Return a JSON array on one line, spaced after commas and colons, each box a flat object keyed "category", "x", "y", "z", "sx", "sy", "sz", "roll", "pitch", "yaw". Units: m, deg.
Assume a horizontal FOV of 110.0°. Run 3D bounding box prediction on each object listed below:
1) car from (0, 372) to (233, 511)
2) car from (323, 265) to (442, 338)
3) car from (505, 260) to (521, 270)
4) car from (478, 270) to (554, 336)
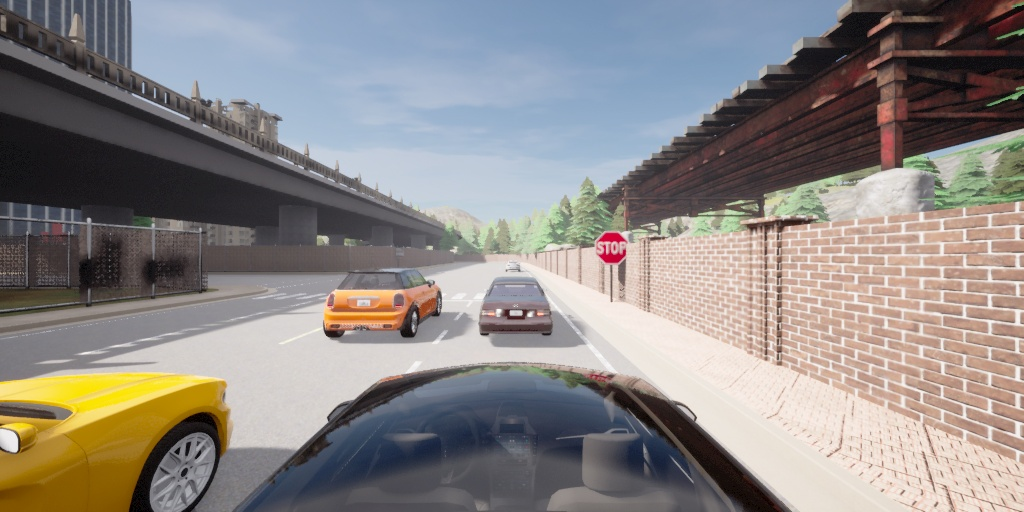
[{"category": "car", "x": -3.398, "y": 1.228, "z": 1.114, "sx": 1.882, "sy": 1.535, "sz": 5.008, "roll": 0, "pitch": 0, "yaw": 0}, {"category": "car", "x": -3.411, "y": 1.102, "z": 10.371, "sx": 2.097, "sy": 1.767, "sz": 4.553, "roll": 0, "pitch": 0, "yaw": 0}, {"category": "car", "x": 0.125, "y": 1.276, "z": 46.264, "sx": 1.812, "sy": 1.442, "sz": 4.674, "roll": 0, "pitch": 0, "yaw": -1}, {"category": "car", "x": 0.090, "y": 1.297, "z": 10.390, "sx": 2.033, "sy": 1.411, "sz": 5.357, "roll": 0, "pitch": 0, "yaw": 0}]
